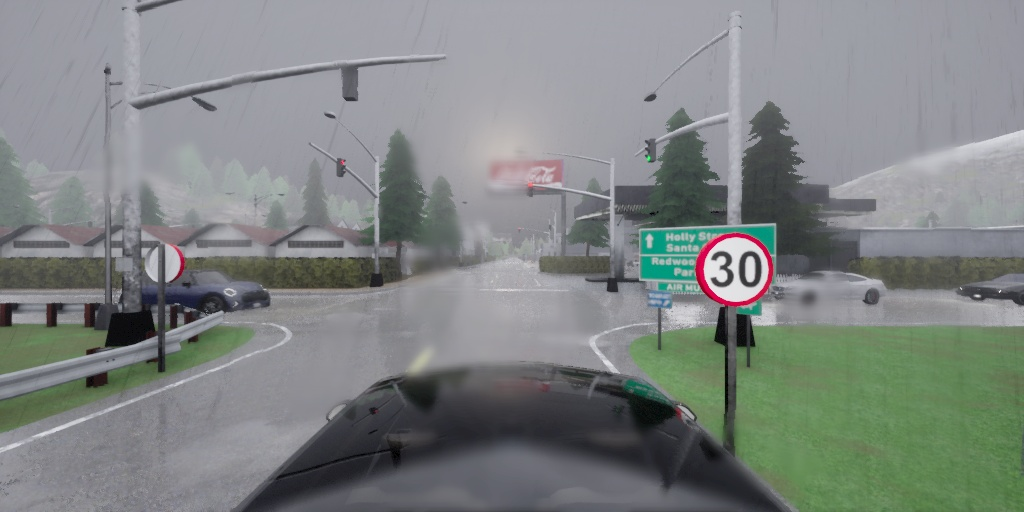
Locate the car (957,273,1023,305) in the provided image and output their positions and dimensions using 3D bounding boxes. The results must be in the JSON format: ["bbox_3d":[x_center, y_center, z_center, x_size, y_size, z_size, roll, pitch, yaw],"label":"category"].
[{"bbox_3d":[24.513,1.489,16.797,5.357,1.411,2.033,0,0,1],"label":"car"}]

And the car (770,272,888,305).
[{"bbox_3d":[14.858,1.467,16.924,4.674,1.442,1.812,0,0,0],"label":"car"}]

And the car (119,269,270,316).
[{"bbox_3d":[-11.816,1.294,13.592,4.553,1.767,2.097,0,0,2],"label":"car"}]
